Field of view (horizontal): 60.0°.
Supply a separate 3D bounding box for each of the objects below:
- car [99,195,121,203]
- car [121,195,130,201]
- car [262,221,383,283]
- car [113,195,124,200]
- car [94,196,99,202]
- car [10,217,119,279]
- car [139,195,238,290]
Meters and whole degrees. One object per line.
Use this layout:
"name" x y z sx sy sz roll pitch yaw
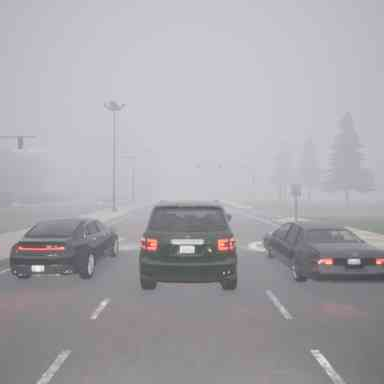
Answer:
"car" -16.570 1.536 67.339 2.033 1.411 5.357 0 0 0
"car" -16.635 1.519 82.860 2.128 1.511 4.902 0 0 0
"car" 3.469 1.547 9.672 2.033 1.411 5.357 0 0 0
"car" -20.171 1.589 91.209 1.895 1.301 4.718 0 0 0
"car" -20.093 1.547 72.903 1.994 1.385 4.181 0 0 0
"car" -3.534 1.504 10.037 1.837 1.490 4.892 0 0 0
"car" -0.043 1.221 9.215 2.150 2.045 5.566 0 0 1
